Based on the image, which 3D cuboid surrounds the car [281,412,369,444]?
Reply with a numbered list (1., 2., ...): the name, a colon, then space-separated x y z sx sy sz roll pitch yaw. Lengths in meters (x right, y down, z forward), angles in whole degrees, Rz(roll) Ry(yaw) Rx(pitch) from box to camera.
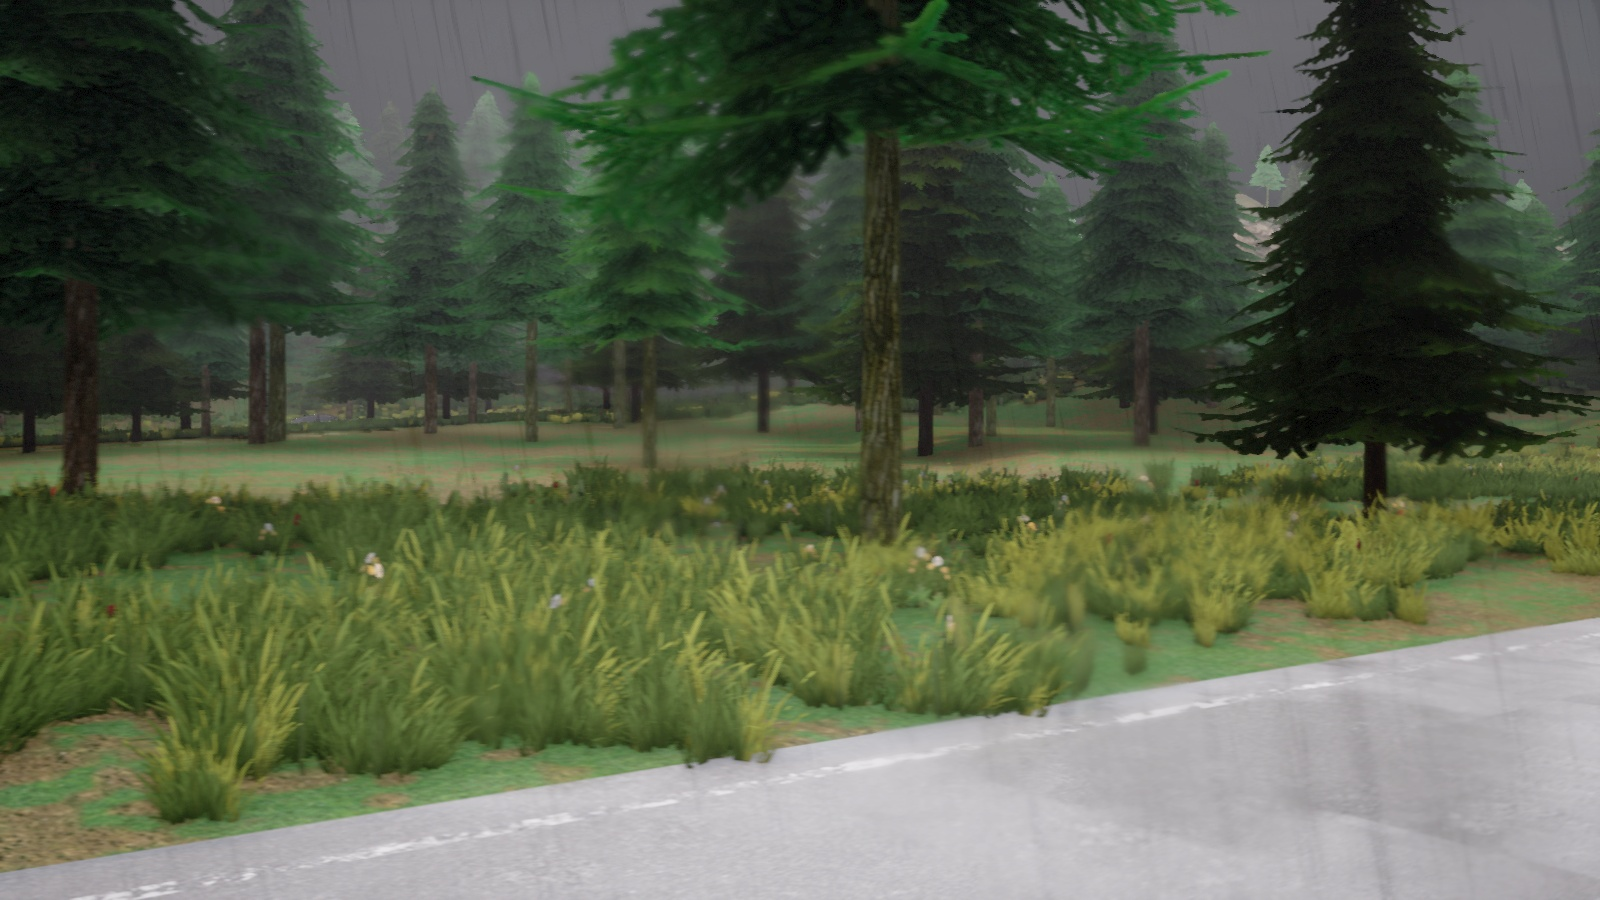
1. car: -29.382 -1.342 77.810 4.892 1.490 1.837 -6 1 -16
